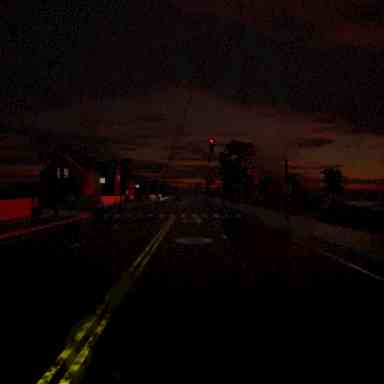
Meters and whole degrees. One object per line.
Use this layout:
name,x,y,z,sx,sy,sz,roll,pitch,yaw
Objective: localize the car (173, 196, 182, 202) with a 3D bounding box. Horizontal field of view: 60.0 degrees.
car,-3.283,1.605,76.333,1.895,1.301,4.718,0,0,0
